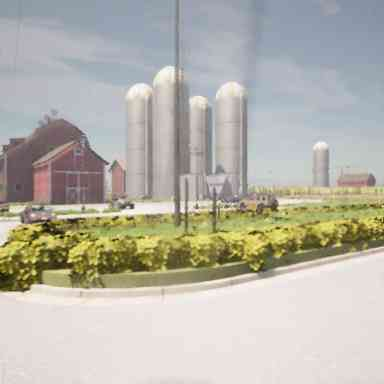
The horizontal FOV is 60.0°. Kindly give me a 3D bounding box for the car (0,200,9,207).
[{"bbox_3d":[-19.291,1.496,33.092,1.816,1.474,4.193,0,0,-36],"label":"car"}]

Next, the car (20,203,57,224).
[{"bbox_3d":[-10.789,1.507,23.363,1.784,1.438,3.905,0,0,-36],"label":"car"}]

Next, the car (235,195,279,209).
[{"bbox_3d":[7.326,1.224,36.674,1.932,1.855,4.605,0,0,-36],"label":"car"}]

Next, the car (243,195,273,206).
[{"bbox_3d":[10.924,1.350,55.626,2.242,1.667,4.611,0,0,-36],"label":"car"}]

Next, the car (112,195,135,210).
[{"bbox_3d":[-8.697,1.260,41.449,1.905,1.878,3.866,0,0,-36],"label":"car"}]

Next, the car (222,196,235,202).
[{"bbox_3d":[7.614,1.429,62.806,4.181,1.385,1.994,0,0,-36],"label":"car"}]
